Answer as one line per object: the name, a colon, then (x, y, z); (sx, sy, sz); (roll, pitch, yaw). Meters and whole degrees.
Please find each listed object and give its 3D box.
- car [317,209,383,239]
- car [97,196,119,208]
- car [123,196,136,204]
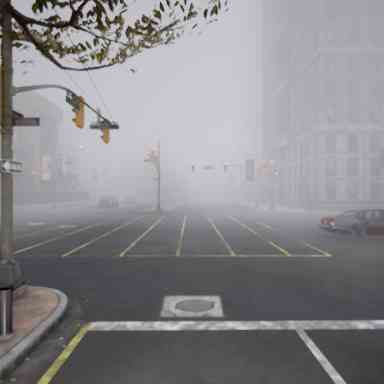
car: (9.157, 1.541, 16.587); (5.357, 1.411, 2.033); (0, 0, 0)
car: (-11.628, 1.336, 46.387); (2.097, 1.767, 4.553); (0, 0, 0)
car: (-11.548, 1.487, 61.763); (2.128, 1.511, 4.902); (0, 0, 0)
